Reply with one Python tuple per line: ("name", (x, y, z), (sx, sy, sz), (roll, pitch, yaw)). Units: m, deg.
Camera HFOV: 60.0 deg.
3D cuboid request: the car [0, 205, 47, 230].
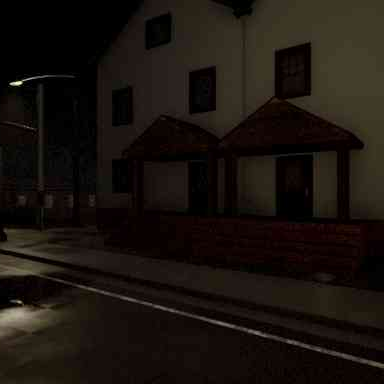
("car", (-15.347, 2.117, 28.578), (2.150, 2.045, 5.566), (0, -9, 36))
